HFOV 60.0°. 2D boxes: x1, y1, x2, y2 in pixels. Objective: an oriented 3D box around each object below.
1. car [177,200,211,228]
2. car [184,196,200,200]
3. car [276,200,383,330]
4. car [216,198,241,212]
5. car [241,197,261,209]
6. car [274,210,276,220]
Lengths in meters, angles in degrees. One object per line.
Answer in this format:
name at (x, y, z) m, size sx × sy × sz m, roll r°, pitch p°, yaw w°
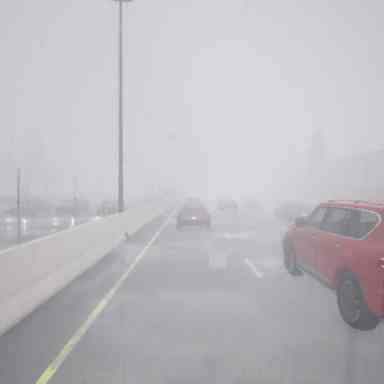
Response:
car at (0.101, 1.406, 20.588) m, size 1.994 × 1.385 × 4.181 m, roll 0°, pitch 0°, yaw 0°
car at (0.105, 1.185, 40.104) m, size 2.128 × 1.511 × 4.902 m, roll 0°, pitch 1°, yaw 0°
car at (3.601, 1.168, 6.921) m, size 2.150 × 2.045 × 5.566 m, roll 0°, pitch 0°, yaw 0°
car at (3.604, 1.333, 35.034) m, size 1.895 × 1.301 × 4.718 m, roll 0°, pitch 0°, yaw 0°
car at (7.104, 1.255, 40.460) m, size 1.994 × 1.385 × 4.181 m, roll 0°, pitch 0°, yaw 0°
car at (7.102, 1.387, 23.116) m, size 1.994 × 1.385 × 4.181 m, roll 0°, pitch 0°, yaw 0°
